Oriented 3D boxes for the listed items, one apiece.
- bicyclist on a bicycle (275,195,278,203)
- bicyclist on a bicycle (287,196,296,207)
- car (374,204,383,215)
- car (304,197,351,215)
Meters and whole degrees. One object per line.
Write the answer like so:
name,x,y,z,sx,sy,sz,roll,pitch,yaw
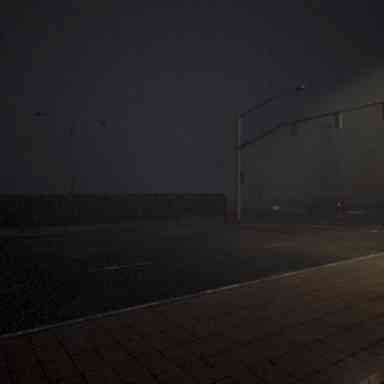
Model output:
bicyclist on a bicycle,13.786,1.254,54.251,0.582,1.620,1.656,0,0,22
bicyclist on a bicycle,14.747,1.409,49.336,1.656,1.620,0.582,0,0,-22
car,19.868,1.453,31.379,2.128,1.511,4.902,0,0,-31
car,13.841,1.317,34.401,2.097,1.767,4.553,0,0,-32
